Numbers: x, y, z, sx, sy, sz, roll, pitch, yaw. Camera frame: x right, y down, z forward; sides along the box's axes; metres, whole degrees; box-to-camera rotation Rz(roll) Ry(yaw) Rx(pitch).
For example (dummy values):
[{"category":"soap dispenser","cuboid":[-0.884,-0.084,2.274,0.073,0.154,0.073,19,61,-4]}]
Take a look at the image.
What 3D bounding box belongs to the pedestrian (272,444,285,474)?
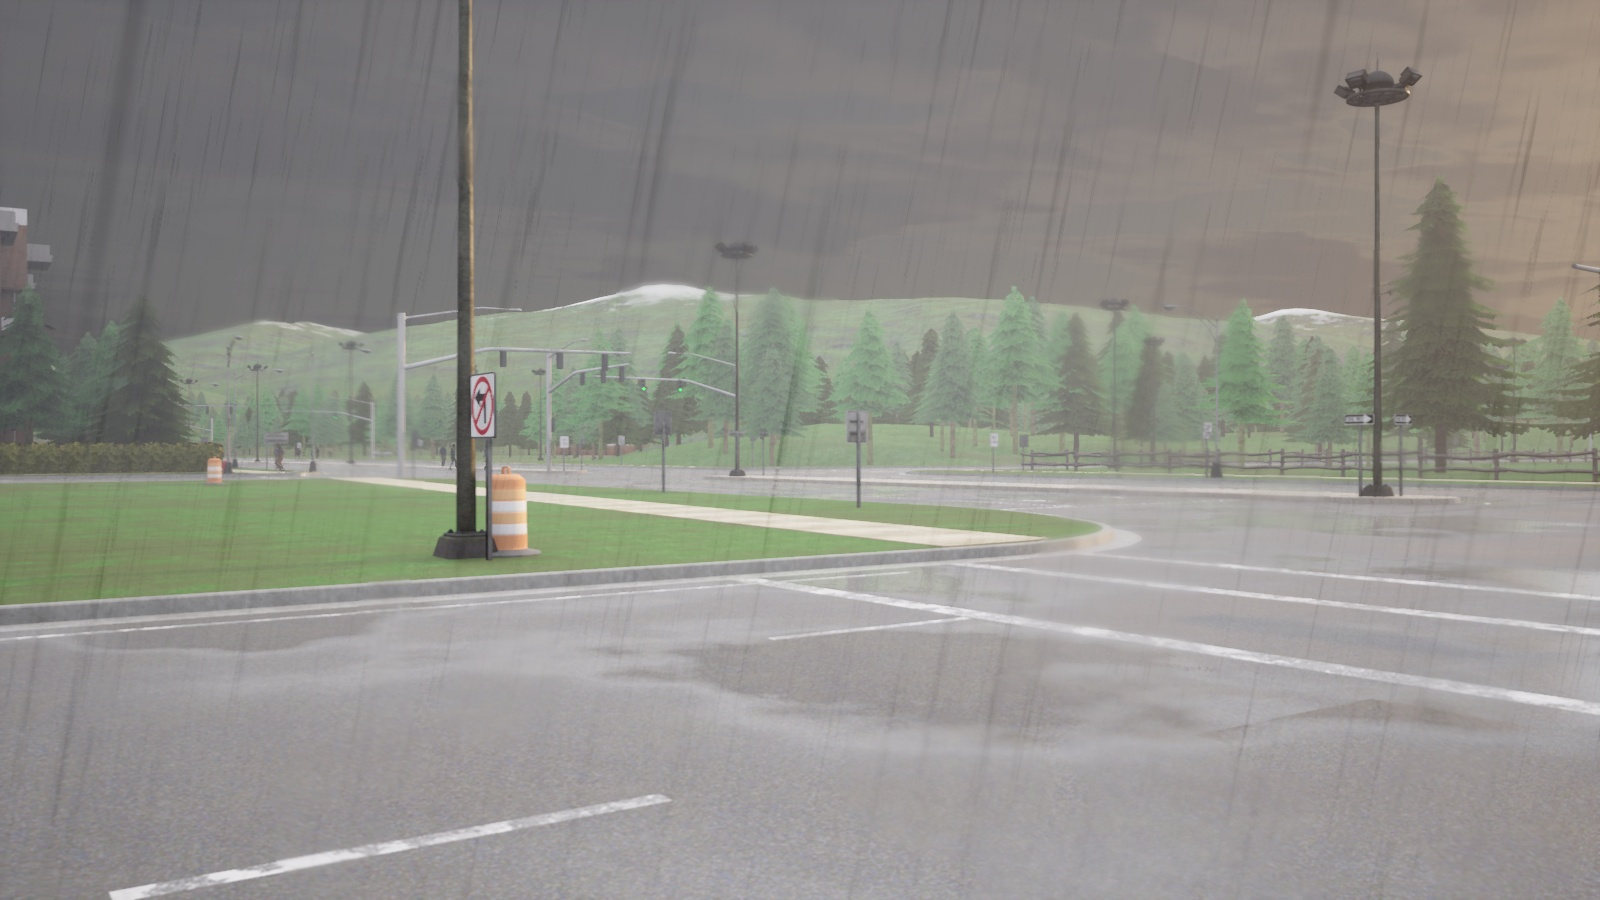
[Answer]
[{"category":"pedestrian","cuboid":[-32.186,0.560,77.484,0.694,1.848,0.540,0,0,-27]}]
